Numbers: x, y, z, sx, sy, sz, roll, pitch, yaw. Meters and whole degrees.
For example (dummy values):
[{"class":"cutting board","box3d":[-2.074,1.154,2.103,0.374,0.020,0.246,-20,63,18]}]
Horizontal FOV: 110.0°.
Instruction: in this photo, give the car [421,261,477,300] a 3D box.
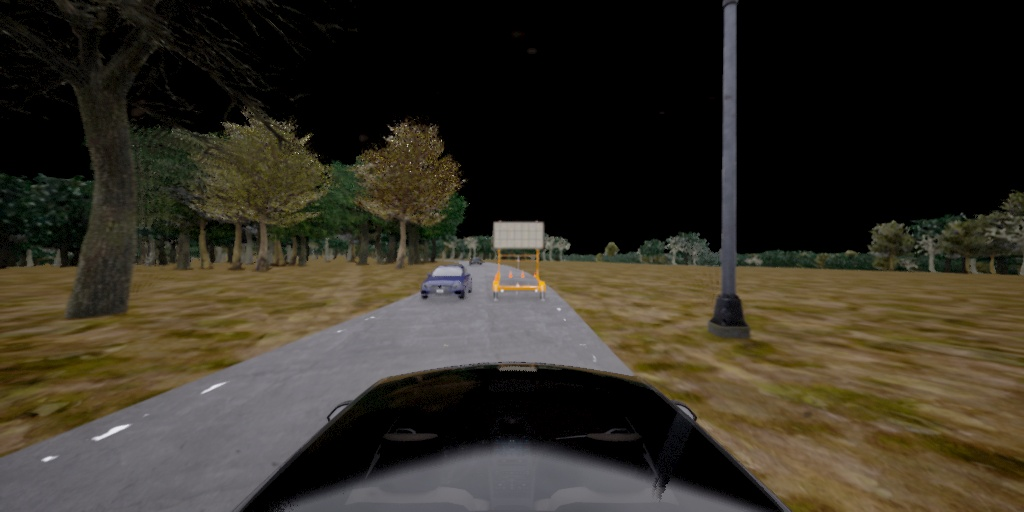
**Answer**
[{"class":"car","box3d":[-2.904,1.156,16.846,1.812,1.442,4.674,0,0,0]}]

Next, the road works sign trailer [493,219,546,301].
[{"class":"road works sign trailer","box3d":[0.299,0.104,16.672,2.380,3.560,2.880,0,0,-1]}]

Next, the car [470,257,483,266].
[{"class":"car","box3d":[-5.902,0.892,58.857,1.994,1.385,4.181,0,0,-8]}]
